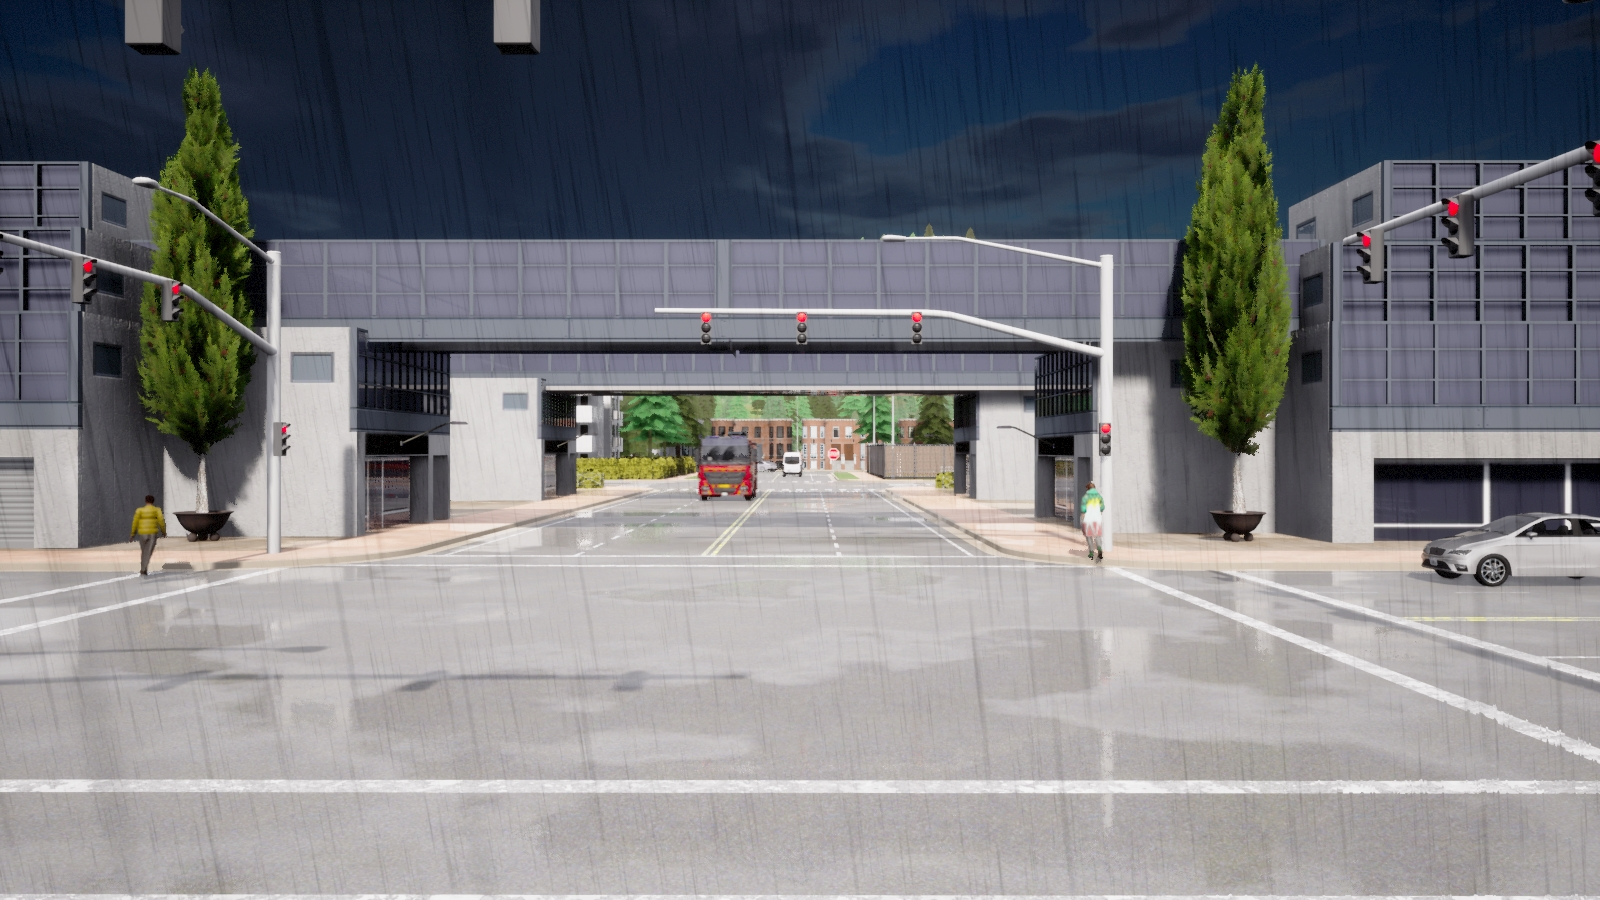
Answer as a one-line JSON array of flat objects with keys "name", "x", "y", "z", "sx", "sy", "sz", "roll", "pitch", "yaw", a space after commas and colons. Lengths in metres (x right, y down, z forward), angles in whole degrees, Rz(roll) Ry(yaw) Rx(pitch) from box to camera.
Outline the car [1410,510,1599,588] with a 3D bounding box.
[{"name": "car", "x": 15.490, "y": 2.066, "z": 24.189, "sx": 4.193, "sy": 1.474, "sz": 1.816, "roll": 0, "pitch": 0, "yaw": 0}]

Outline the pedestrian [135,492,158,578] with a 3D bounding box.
[{"name": "pedestrian", "x": -14.327, "y": 1.848, "z": 25.039, "sx": 0.375, "sy": 1.860, "sz": 0.375, "roll": 0, "pitch": 0, "yaw": -19}]

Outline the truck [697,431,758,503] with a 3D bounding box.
[{"name": "truck", "x": -3.995, "y": 0.890, "z": 64.555, "sx": 2.891, "sy": 3.827, "sz": 8.468, "roll": 0, "pitch": 0, "yaw": 0}]

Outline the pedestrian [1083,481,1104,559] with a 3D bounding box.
[{"name": "pedestrian", "x": 7.181, "y": 1.705, "z": 27.963, "sx": 0.375, "sy": 1.860, "sz": 0.375, "roll": 0, "pitch": 0, "yaw": -12}]
